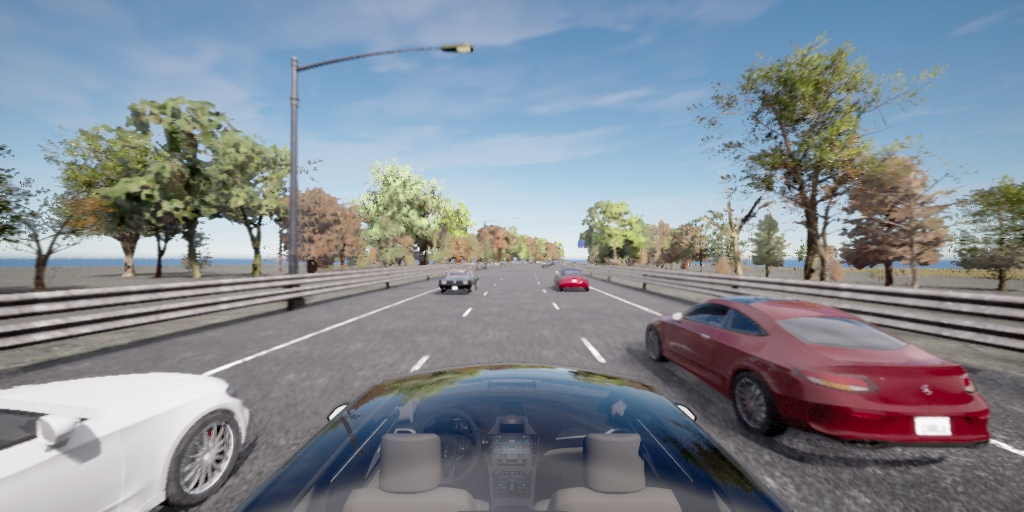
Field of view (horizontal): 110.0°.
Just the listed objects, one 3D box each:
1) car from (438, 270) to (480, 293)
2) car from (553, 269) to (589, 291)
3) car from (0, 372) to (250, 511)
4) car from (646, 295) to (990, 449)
[{"bbox_3d":[-3.131,1.537,22.215,1.895,1.301,4.718,0,-1,1],"label":"car"},{"bbox_3d":[3.937,1.534,24.320,1.994,1.385,4.181,0,-1,2],"label":"car"},{"bbox_3d":[-3.392,1.267,1.422,1.812,1.442,4.674,0,-1,0],"label":"car"},{"bbox_3d":[3.620,1.316,5.386,1.812,1.442,4.674,0,-1,0],"label":"car"}]
